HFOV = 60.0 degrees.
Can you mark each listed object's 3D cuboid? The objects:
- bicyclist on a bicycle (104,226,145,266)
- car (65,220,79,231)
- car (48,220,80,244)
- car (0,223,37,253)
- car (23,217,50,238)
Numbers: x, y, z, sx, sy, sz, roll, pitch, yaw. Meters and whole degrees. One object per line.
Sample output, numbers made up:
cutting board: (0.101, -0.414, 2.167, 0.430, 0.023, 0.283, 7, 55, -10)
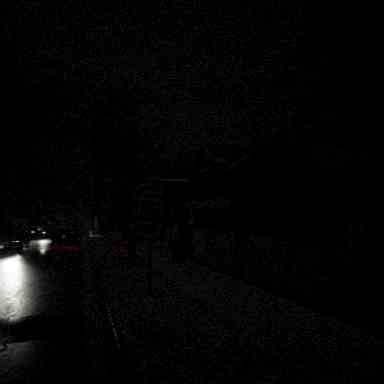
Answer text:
bicyclist on a bicycle: (-2.727, 2.201, 13.553, 1.656, 1.620, 0.582, 1, -4, -19)
car: (-18.177, 5.016, 50.470, 1.882, 1.535, 5.008, 1, -4, -19)
car: (-10.407, 3.357, 27.311, 1.882, 1.535, 5.008, 1, -4, -19)
car: (-11.304, 2.928, 20.710, 2.128, 1.511, 4.902, 1, -4, -19)
car: (-15.612, 3.573, 33.668, 2.150, 2.045, 5.566, 1, -4, -17)
